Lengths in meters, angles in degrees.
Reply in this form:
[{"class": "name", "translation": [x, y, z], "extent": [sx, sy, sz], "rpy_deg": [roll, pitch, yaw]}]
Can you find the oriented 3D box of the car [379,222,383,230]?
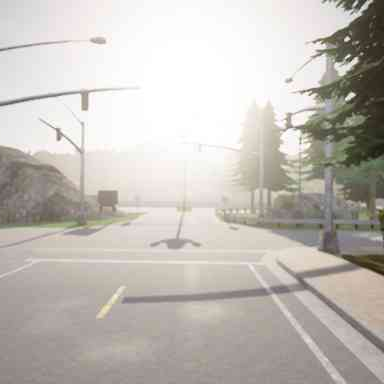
[{"class": "car", "translation": [15.100, 2.041, 21.438], "extent": [5.357, 1.411, 2.033], "rpy_deg": [0, -1, -1]}]
